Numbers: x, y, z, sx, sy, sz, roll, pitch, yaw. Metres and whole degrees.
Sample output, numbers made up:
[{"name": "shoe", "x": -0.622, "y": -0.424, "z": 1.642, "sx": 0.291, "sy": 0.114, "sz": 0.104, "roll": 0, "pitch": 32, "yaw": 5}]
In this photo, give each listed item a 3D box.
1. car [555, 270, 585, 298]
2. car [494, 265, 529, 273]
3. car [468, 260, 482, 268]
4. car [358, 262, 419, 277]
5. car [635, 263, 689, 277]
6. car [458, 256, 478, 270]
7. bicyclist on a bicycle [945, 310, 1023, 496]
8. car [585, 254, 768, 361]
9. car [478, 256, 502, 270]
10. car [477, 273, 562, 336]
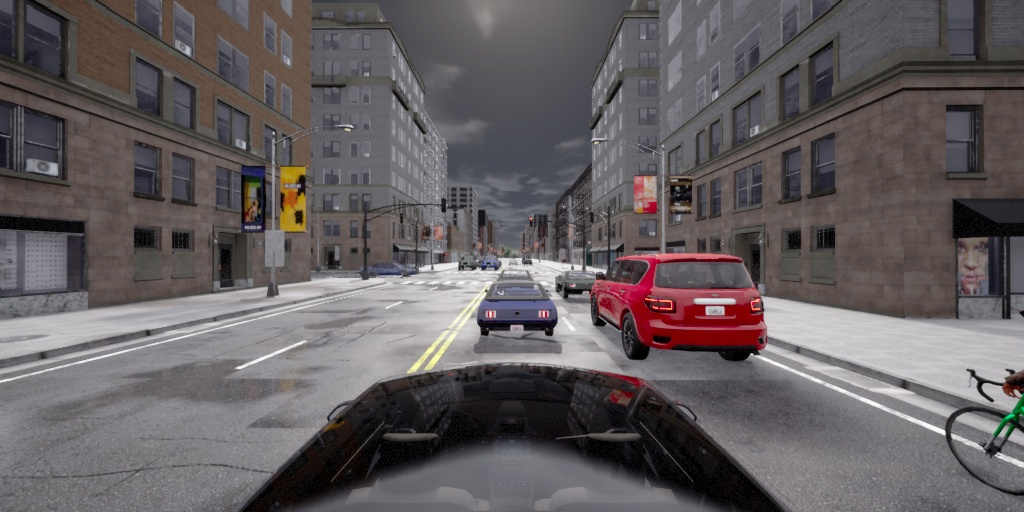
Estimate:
[{"name": "car", "x": 3.309, "y": 1.355, "z": 18.211, "sx": 1.895, "sy": 1.301, "sz": 4.718, "roll": 0, "pitch": 0, "yaw": 0}, {"name": "car", "x": 0.164, "y": 1.355, "z": 19.473, "sx": 1.895, "sy": 1.301, "sz": 4.718, "roll": 0, "pitch": 0, "yaw": 0}, {"name": "car", "x": -6.351, "y": 1.335, "z": 61.480, "sx": 1.994, "sy": 1.385, "sz": 4.181, "roll": 0, "pitch": 0, "yaw": 0}, {"name": "car", "x": -11.695, "y": 1.294, "z": 34.182, "sx": 5.357, "sy": 1.411, "sz": 2.033, "roll": 0, "pitch": 0, "yaw": -6}, {"name": "car", "x": 15.190, "y": 1.411, "z": 36.494, "sx": 4.718, "sy": 1.301, "sz": 1.895, "roll": 0, "pitch": 0, "yaw": 0}, {"name": "car", "x": -6.401, "y": 0.990, "z": 52.074, "sx": 2.150, "sy": 2.045, "sz": 5.566, "roll": 0, "pitch": 0, "yaw": 0}, {"name": "bicyclist on a bicycle", "x": 4.149, "y": 1.203, "z": 2.617, "sx": 0.582, "sy": 1.620, "sz": 1.656, "roll": 0, "pitch": 0, "yaw": 0}, {"name": "car", "x": 3.348, "y": 0.973, "z": 8.443, "sx": 2.150, "sy": 2.045, "sz": 5.566, "roll": 0, "pitch": 0, "yaw": 2}, {"name": "car", "x": -3.126, "y": 0.990, "z": 51.774, "sx": 2.150, "sy": 2.045, "sz": 5.566, "roll": 0, "pitch": 0, "yaw": 2}, {"name": "car", "x": 0.130, "y": 1.352, "z": 10.368, "sx": 1.895, "sy": 1.301, "sz": 4.718, "roll": 0, "pitch": 0, "yaw": 0}]
